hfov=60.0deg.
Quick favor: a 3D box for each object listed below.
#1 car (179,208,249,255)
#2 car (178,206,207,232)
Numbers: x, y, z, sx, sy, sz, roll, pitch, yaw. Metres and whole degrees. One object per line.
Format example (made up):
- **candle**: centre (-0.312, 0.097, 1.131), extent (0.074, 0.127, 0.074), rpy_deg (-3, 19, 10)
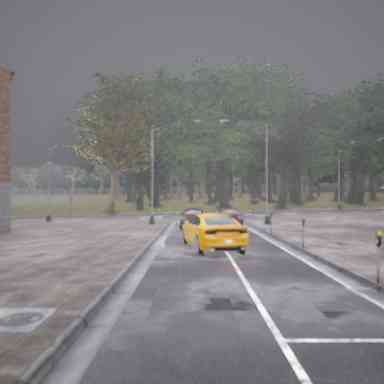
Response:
- **car**: centre (0.825, 1.655, 14.260), extent (1.882, 1.535, 5.008), rpy_deg (0, -1, -11)
- **car**: centre (0.133, 1.820, 23.535), extent (1.812, 1.442, 4.674), rpy_deg (0, -1, 2)
